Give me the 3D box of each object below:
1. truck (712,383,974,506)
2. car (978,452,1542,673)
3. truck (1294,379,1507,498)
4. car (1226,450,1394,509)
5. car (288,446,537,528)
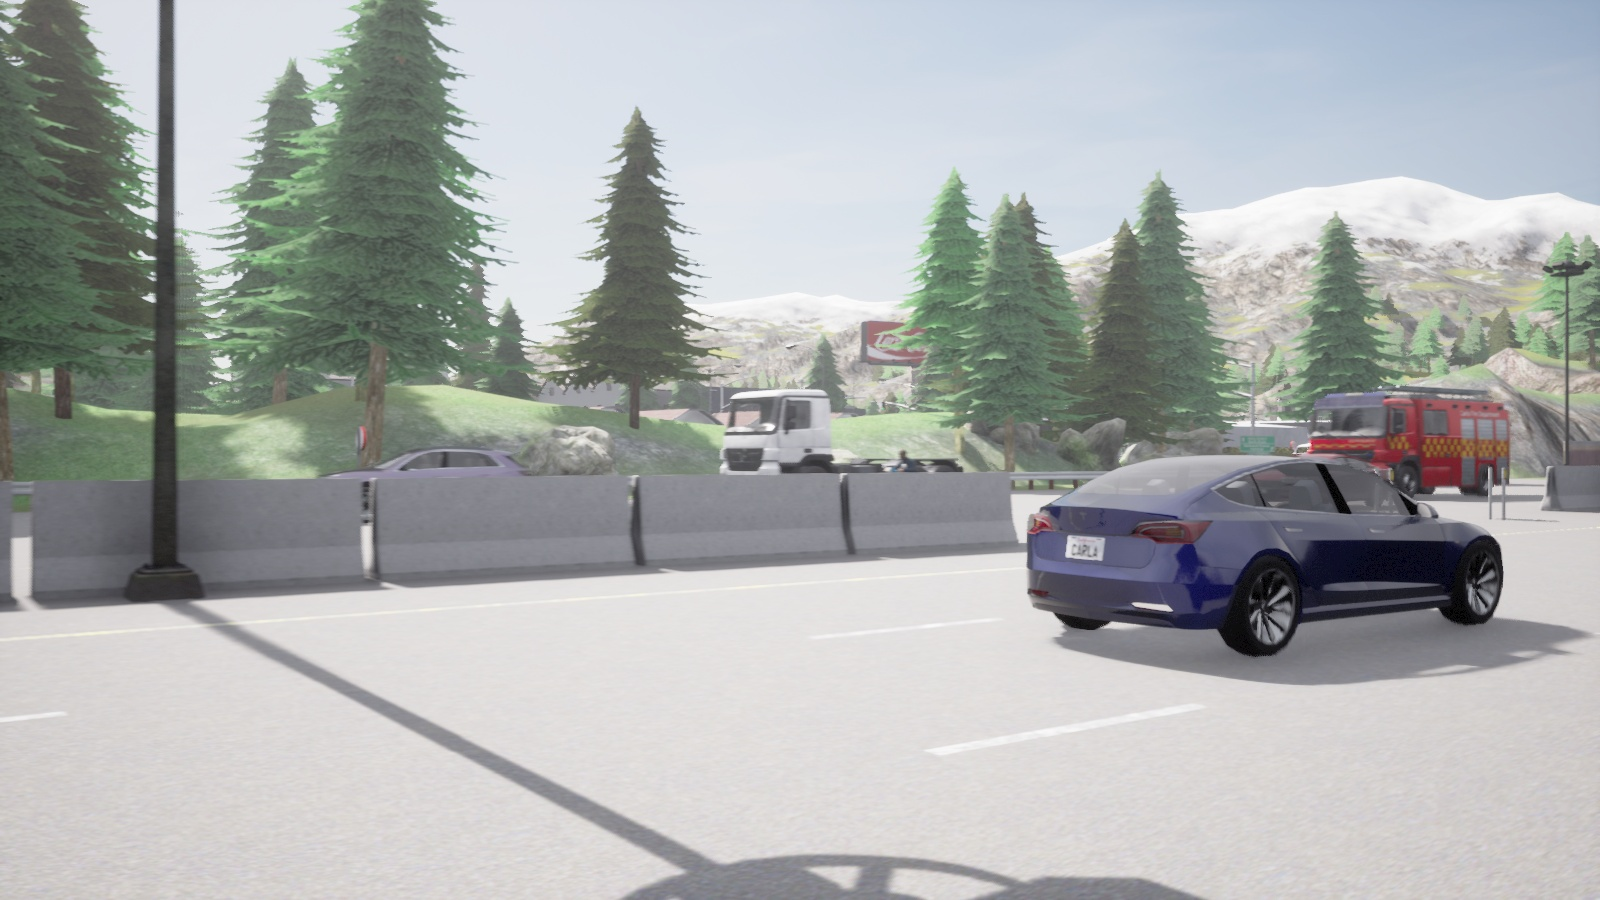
[{"bbox_3d":[1.441,-0.145,38.777,7.936,3.462,2.891,0,0,-35],"label":"truck"},{"bbox_3d":[4.043,0.762,10.736,4.792,1.488,2.163,0,0,-35],"label":"car"},{"bbox_3d":[21.113,-0.357,43.941,8.468,3.827,2.891,0,0,-35],"label":"truck"},{"bbox_3d":[14.213,0.778,34.870,5.008,1.535,1.882,0,0,-35],"label":"car"},{"bbox_3d":[-8.464,0.761,27.617,4.856,1.649,2.033,0,0,-35],"label":"car"}]
